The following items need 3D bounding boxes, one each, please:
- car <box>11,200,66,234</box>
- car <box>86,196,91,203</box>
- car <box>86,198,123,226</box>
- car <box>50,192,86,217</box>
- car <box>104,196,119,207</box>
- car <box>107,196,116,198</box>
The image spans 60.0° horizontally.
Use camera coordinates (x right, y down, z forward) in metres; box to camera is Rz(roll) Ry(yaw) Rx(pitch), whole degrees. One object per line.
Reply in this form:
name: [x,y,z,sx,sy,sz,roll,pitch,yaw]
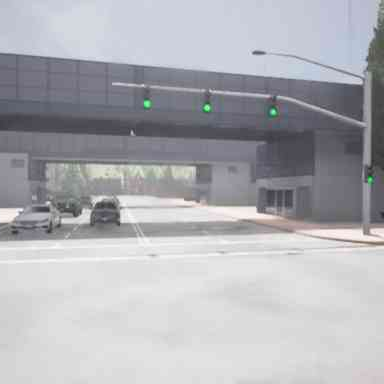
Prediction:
car: [-8.489,1.396,18.513,1.812,1.442,4.674,0,0,-13]
car: [-14.423,1.244,44.789,1.812,1.442,4.674,0,0,-13]
car: [-5.746,1.373,22.270,1.837,1.490,4.892,0,0,-13]
car: [-10.774,1.034,28.603,2.150,2.045,5.566,0,0,-13]
car: [-11.381,1.289,47.248,1.994,1.385,4.181,0,0,-12]
car: [-7.761,1.321,31.152,1.837,1.490,4.892,0,1,-13]
